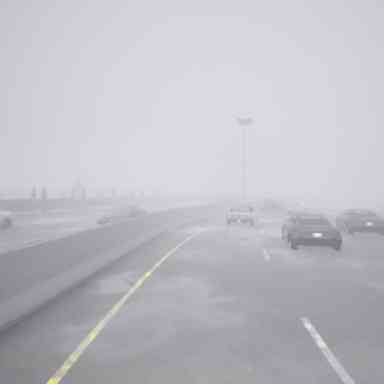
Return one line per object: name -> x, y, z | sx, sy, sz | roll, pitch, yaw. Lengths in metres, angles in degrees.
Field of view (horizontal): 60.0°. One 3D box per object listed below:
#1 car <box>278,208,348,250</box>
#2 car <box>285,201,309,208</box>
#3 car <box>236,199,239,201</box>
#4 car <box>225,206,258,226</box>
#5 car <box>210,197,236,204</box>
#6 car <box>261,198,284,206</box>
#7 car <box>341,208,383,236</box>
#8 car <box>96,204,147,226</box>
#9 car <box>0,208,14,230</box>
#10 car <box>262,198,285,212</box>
car -> 5.135, 1.614, 14.674 | 1.994, 1.385, 4.181 | 0, 0, 10
car -> 11.125, 1.638, 34.604 | 1.812, 1.442, 4.674 | 0, 0, 23
car -> 7.211, 1.720, 63.062 | 1.994, 1.385, 4.181 | 0, 0, 37
car -> 3.754, 1.663, 24.404 | 1.895, 1.301, 4.718 | 0, 0, 16
car -> 4.637, 1.612, 52.897 | 2.128, 1.511, 4.902 | 0, 0, 31
car -> 14.883, 1.781, 61.565 | 2.033, 1.411, 5.357 | 0, 0, 38
car -> 9.658, 1.641, 19.217 | 1.994, 1.385, 4.181 | 0, 0, 13
car -> -4.378, 1.549, 21.549 | 1.812, 1.442, 4.674 | 0, 0, 14
car -> -12.102, 1.511, 18.646 | 1.812, 1.442, 4.674 | 0, 0, 12
car -> 10.040, 1.472, 40.479 | 2.097, 1.767, 4.553 | 0, 0, 26
